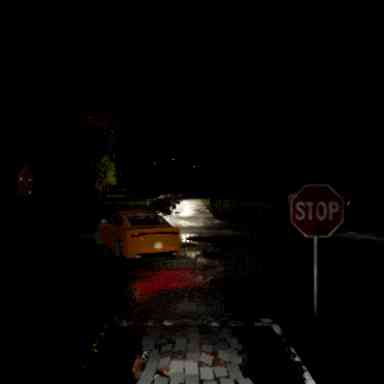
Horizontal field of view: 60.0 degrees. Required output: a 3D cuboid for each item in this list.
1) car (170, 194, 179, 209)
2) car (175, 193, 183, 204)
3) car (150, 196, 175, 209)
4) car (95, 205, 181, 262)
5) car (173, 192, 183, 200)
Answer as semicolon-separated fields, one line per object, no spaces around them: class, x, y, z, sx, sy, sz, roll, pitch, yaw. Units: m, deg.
car;-2.838;1.290;40.199;1.812;1.442;4.674;0;0;0
car;-2.821;1.174;51.441;1.882;1.535;5.008;0;0;0
car;-2.862;1.344;31.163;1.812;1.442;4.674;0;0;1
car;-2.113;1.403;12.012;1.882;1.535;5.008;1;0;-27
car;-2.741;0.744;66.593;1.812;1.442;4.674;0;0;0
